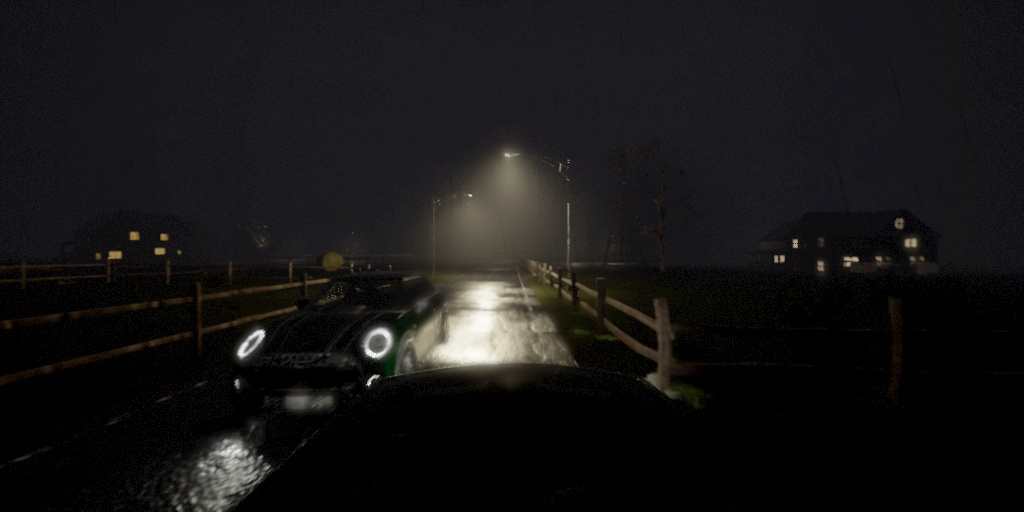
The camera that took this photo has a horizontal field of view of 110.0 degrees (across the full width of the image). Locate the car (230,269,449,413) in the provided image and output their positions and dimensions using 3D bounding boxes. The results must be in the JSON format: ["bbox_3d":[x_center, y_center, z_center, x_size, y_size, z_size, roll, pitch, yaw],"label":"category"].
[{"bbox_3d":[-2.482,1.088,6.367,2.097,1.767,4.553,0,0,-1],"label":"car"}]
